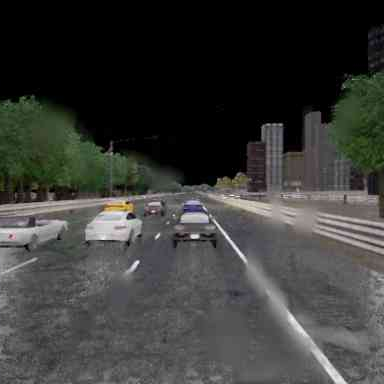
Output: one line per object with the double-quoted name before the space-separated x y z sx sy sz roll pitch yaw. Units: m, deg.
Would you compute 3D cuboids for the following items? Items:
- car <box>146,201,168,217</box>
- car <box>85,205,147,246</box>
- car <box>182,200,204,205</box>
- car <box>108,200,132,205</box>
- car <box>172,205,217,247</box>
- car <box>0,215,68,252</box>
"car" -3.399 1.530 31.493 1.812 1.442 4.674 0 0 0
"car" -3.399 1.528 15.051 1.812 1.442 4.674 0 0 0
"car" 0.101 1.482 31.910 1.882 1.535 5.008 0 0 0
"car" -6.899 1.482 31.882 1.882 1.535 5.008 0 0 0
"car" 0.116 1.528 15.029 1.812 1.442 4.674 0 0 0
"car" -6.899 1.603 13.921 1.895 1.301 4.718 0 0 0
